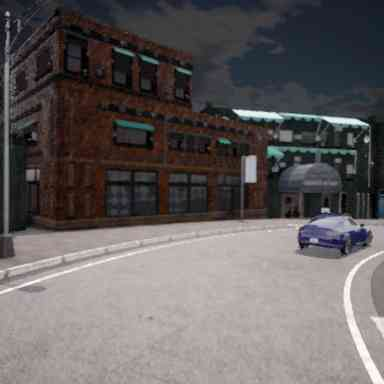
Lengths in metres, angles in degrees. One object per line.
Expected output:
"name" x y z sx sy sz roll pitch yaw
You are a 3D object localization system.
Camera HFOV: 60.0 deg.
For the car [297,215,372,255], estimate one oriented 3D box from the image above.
"car" 6.076 1.684 14.062 1.812 1.442 4.674 1 0 42
